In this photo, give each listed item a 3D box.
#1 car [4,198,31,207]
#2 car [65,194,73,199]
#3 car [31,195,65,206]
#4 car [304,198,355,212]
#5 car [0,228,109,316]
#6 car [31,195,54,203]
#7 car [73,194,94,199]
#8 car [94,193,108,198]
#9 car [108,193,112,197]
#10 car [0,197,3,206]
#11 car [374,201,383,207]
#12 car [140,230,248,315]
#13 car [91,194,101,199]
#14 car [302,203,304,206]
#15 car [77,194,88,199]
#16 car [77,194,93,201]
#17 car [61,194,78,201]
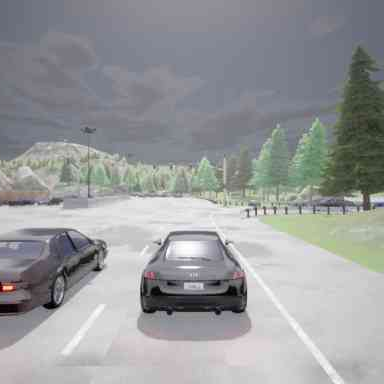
[{"bbox_3d":[-25.045,1.470,48.812,1.895,1.301,4.718,0,0,0],"label":"car"},{"bbox_3d":[-25.114,1.361,64.175,1.994,1.385,4.181,0,0,-1],"label":"car"},{"bbox_3d":[-21.558,1.356,50.030,2.128,1.511,4.902,0,0,-1],"label":"car"},{"bbox_3d":[15.658,1.408,37.526,4.902,1.511,2.128,0,0,7],"label":"car"},{"bbox_3d":[-3.469,1.549,7.793,2.033,1.411,5.357,0,0,0],"label":"car"},{"bbox_3d":[-28.609,1.333,63.770,2.128,1.511,4.902,0,0,-1],"label":"car"},{"bbox_3d":[-21.638,1.320,66.581,1.812,1.442,4.674,0,0,-1],"label":"car"},{"bbox_3d":[-21.750,1.292,77.028,2.033,1.411,5.357,0,0,-1],"label":"car"},{"bbox_3d":[-22.167,1.065,87.135,2.097,1.767,4.553,0,0,-3],"label":"car"},{"bbox_3d":[-6.945,1.223,7.583,2.150,2.045,5.566,0,0,-2],"label":"car"},{"bbox_3d":[24.478,1.386,39.630,5.008,1.535,1.882,0,0,13],"label":"car"},{"bbox_3d":[0.030,1.565,7.644,1.994,1.385,4.181,0,0,0],"label":"car"},{"bbox_3d":[-26.270,1.217,91.221,1.812,1.442,4.674,0,0,-7],"label":"car"},{"bbox_3d":[15.732,1.466,41.046,4.181,1.385,1.994,0,0,7],"label":"car"},{"bbox_3d":[-29.647,1.292,90.260,1.895,1.301,4.718,0,0,-7],"label":"car"},{"bbox_3d":[-25.267,1.284,78.884,2.033,1.411,5.357,0,0,-1],"label":"car"},{"bbox_3d":[-28.764,1.286,78.415,2.033,1.411,5.357,0,0,-1],"label":"car"}]
